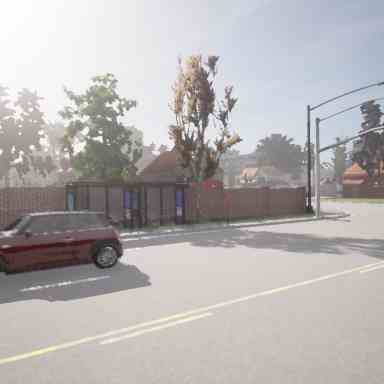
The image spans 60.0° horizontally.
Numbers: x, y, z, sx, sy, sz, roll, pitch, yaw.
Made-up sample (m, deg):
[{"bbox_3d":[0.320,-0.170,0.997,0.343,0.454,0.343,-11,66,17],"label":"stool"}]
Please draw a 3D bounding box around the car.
[{"bbox_3d":[-4.355,1.349,9.478,4.553,1.767,2.097,0,0,-35],"label":"car"}]
